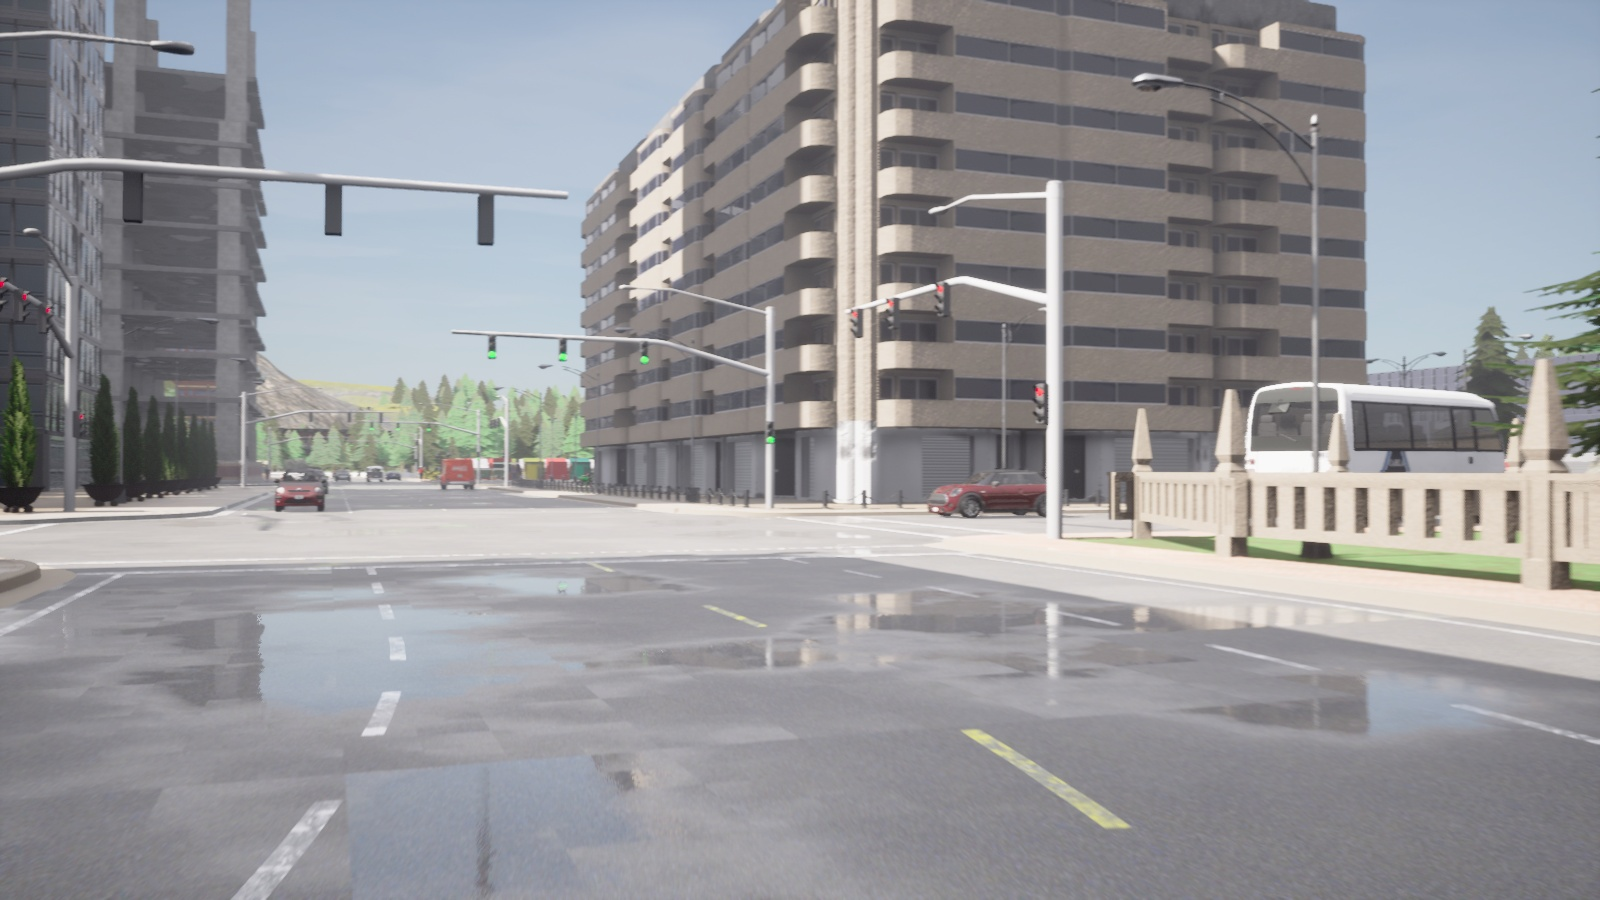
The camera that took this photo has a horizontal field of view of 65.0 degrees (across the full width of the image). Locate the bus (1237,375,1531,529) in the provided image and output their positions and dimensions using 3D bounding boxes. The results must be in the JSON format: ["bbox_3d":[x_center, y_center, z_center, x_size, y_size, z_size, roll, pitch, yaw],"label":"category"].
[{"bbox_3d":[18.509,0.059,39.415,10.273,4.253,3.944,0,0,-37],"label":"bus"}]

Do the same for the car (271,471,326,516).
[{"bbox_3d":[-19.011,1.610,47.733,1.851,1.617,3.988,0,-1,-20],"label":"car"}]

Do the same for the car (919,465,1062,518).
[{"bbox_3d":[6.702,1.437,44.280,4.553,1.767,2.097,0,-1,-21],"label":"car"}]
